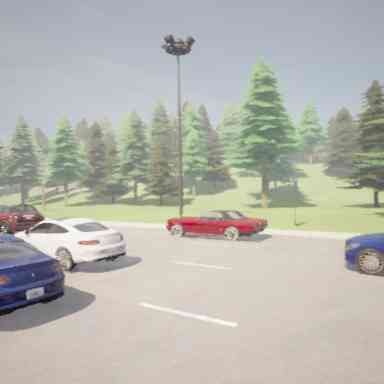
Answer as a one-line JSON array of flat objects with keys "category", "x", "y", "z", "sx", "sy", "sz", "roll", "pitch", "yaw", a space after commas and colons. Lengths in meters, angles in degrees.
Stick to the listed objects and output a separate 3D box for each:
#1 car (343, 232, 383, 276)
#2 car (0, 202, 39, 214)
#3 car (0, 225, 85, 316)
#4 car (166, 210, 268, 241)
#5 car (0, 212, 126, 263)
[{"category": "car", "x": 6.250, "y": 1.363, "z": 8.133, "sx": 4.674, "sy": 1.442, "sz": 1.812, "roll": -1, "pitch": 0, "yaw": 36}, {"category": "car", "x": -10.601, "y": 1.462, "z": 19.162, "sx": 4.553, "sy": 1.767, "sz": 2.097, "roll": -1, "pitch": 0, "yaw": 33}, {"category": "car", "x": -4.558, "y": 1.576, "z": 6.878, "sx": 4.674, "sy": 1.442, "sz": 1.812, "roll": -1, "pitch": 0, "yaw": 33}, {"category": "car", "x": 1.057, "y": 1.503, "z": 15.841, "sx": 4.718, "sy": 1.301, "sz": 1.895, "roll": -1, "pitch": 0, "yaw": 33}, {"category": "car", "x": -4.194, "y": 1.551, "z": 10.815, "sx": 4.674, "sy": 1.442, "sz": 1.812, "roll": -1, "pitch": 0, "yaw": 33}]
